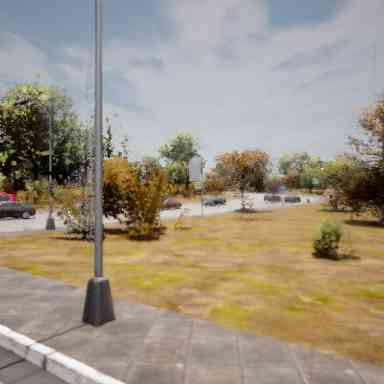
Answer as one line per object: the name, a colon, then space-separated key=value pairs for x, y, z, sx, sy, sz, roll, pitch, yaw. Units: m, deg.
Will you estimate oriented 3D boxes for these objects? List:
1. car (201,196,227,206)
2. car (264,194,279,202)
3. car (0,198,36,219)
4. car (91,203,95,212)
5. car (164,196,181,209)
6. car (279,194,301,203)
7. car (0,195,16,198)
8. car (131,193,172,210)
car: x=3.280 y=1.323 z=49.947 sx=2.128 sy=1.511 sz=4.902 roll=0 pitch=1 yaw=39
car: x=14.177 y=1.038 z=58.957 sx=1.882 sy=1.535 sz=5.008 roll=0 pitch=1 yaw=31
car: x=-15.231 y=1.526 z=26.883 sx=1.837 sy=1.490 sz=4.892 roll=0 pitch=0 yaw=38
car: x=-9.477 y=1.368 z=34.067 sx=2.097 sy=1.767 sz=4.553 roll=0 pitch=0 yaw=39
car: x=-3.235 y=1.488 z=41.836 sx=1.812 sy=1.442 sz=4.674 roll=0 pitch=0 yaw=38
car: x=17.141 y=1.107 z=57.009 sx=2.033 sy=1.411 sz=5.357 roll=0 pitch=1 yaw=32
car: x=-18.068 y=1.246 z=28.963 sx=2.150 sy=2.045 sz=5.566 roll=0 pitch=0 yaw=39
car: x=-5.365 y=1.177 z=44.785 sx=2.150 sy=2.045 sz=5.566 roll=0 pitch=0 yaw=39
